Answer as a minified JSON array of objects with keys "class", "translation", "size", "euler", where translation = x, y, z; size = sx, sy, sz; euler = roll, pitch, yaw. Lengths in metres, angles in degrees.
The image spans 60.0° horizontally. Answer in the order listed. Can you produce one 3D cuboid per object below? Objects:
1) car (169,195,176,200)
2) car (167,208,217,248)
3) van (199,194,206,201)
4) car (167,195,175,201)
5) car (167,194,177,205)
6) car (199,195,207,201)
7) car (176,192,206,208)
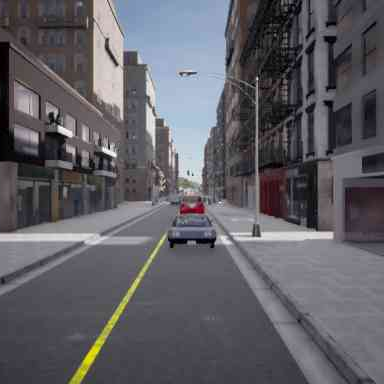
[{"class":"car","translation":[-5.388,1.527,92.428],"size":[1.947,1.339,4.313],"euler":[0,0,0]},{"class":"car","translation":[0.000,1.614,14.681],"size":[1.895,1.301,4.718],"euler":[0,0,0]},{"class":"van","translation":[2.637,1.307,86.745],"size":[1.690,1.788,3.998],"euler":[0,0,0]},{"class":"car","translation":[-5.388,1.548,86.745],"size":[1.802,1.307,4.206],"euler":[0,0,0]},{"class":"car","translation":[-2.750,1.588,57.651],"size":[2.033,1.411,5.357],"euler":[0,0,0]},{"class":"car","translation":[2.637,1.522,81.063],"size":[2.008,1.369,4.403],"euler":[0,0,0]},{"class":"car","translation":[0.000,1.254,29.680],"size":[2.150,2.045,5.566],"euler":[0,0,0]}]
